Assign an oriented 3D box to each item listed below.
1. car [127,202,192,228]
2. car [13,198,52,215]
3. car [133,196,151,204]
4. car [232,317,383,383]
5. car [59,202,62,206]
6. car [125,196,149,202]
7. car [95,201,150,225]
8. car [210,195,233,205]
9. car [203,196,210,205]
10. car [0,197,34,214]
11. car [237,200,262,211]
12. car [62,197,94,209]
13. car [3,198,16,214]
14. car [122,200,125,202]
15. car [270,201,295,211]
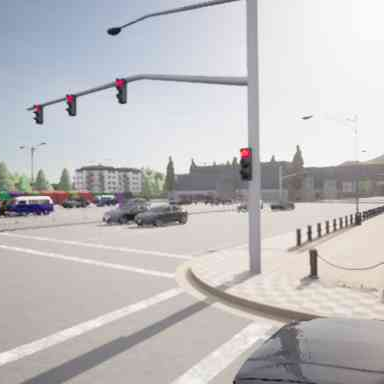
[{"bbox_3d":[-2.216,1.757,24.844,1.837,1.490,4.892,-1,0,36],"label":"car"},{"bbox_3d":[-22.205,2.006,46.528,1.970,1.475,3.806,-1,-1,36],"label":"car"},{"bbox_3d":[-11.910,1.894,79.341,1.905,1.878,3.866,-1,-1,36],"label":"car"},{"bbox_3d":[2.859,1.530,1.927,5.357,1.411,2.033,-1,-1,36],"label":"car"},{"bbox_3d":[-24.568,2.144,66.983,1.784,1.438,3.905,-1,-1,36],"label":"car"},{"bbox_3d":[-8.610,1.929,55.274,1.970,1.475,3.806,-1,-1,36],"label":"car"},{"bbox_3d":[-5.000,1.788,26.968,2.128,1.511,4.902,-1,0,36],"label":"car"},{"bbox_3d":[6.217,1.611,65.983,1.932,1.855,4.605,-1,-1,36],"label":"car"},{"bbox_3d":[3.918,1.650,67.742,1.905,1.878,3.866,-1,-1,36],"label":"car"},{"bbox_3d":[-26.730,1.834,49.795,1.932,1.855,4.605,-1,-1,36],"label":"car"},{"bbox_3d":[7.781,1.815,44.427,1.812,1.442,4.674,-1,0,36],"label":"car"},{"bbox_3d":[-22.276,1.898,65.216,1.932,1.855,4.605,-1,-1,36],"label":"car"},{"bbox_3d":[-24.537,2.011,48.244,1.784,1.438,3.905,-1,-1,36],"label":"car"},{"bbox_3d":[-14.233,2.170,81.063,1.970,1.475,3.806,-1,-1,36],"label":"car"},{"bbox_3d":[12.111,1.846,44.407,1.895,1.301,4.718,-1,-1,37],"label":"car"}]
